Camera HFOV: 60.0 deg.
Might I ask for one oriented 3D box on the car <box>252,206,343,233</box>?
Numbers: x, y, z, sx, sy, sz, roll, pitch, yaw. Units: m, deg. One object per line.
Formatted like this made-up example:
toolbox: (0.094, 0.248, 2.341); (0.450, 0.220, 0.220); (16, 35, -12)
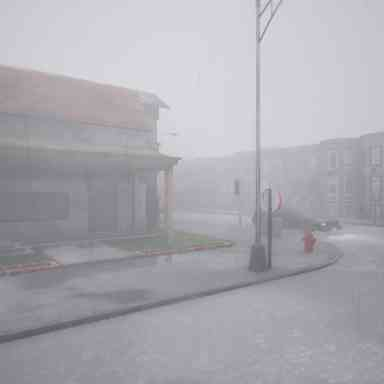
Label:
car: (5.877, 1.547, 19.373); (2.033, 1.411, 5.357); (0, 0, -34)

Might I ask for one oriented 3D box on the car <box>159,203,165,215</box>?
car: (-4.272, 1.526, 33.735); (1.812, 1.442, 4.674); (0, 0, -36)
